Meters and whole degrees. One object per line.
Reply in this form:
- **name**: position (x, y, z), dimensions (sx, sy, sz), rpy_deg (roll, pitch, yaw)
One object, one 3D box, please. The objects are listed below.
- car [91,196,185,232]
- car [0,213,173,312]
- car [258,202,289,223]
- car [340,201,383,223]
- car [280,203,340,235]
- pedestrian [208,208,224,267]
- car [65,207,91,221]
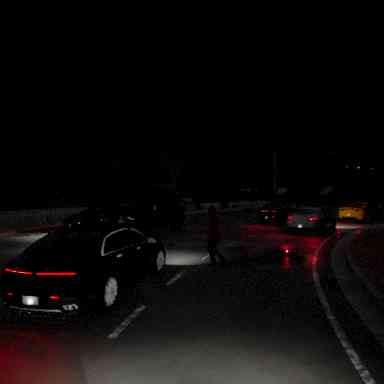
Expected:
- **car**: position (-2.423, 1.222, 17.679), dimensions (2.150, 2.045, 5.566), rpy_deg (0, 0, 28)
- **car**: position (-2.092, 1.507, 7.816), dimensions (1.837, 1.490, 4.892), rpy_deg (0, 1, 13)
- **car**: position (6.594, 1.492, 24.126), dimensions (2.128, 1.511, 4.902), rpy_deg (0, 0, 41)
- **car**: position (13.242, 1.478, 25.692), dimensions (5.008, 1.535, 1.882), rpy_deg (0, 0, -40)
- **car**: position (6.848, 1.526, 18.976), dimensions (1.812, 1.442, 4.674), rpy_deg (0, 0, 34)
- **pedestrian**: position (0.658, 1.294, 9.945), dimensions (0.375, 1.860, 0.375), rpy_deg (0, 0, 18)
- **car**: position (-5.239, 1.504, 19.581), dimensions (1.837, 1.490, 4.892), rpy_deg (-1, 0, 28)
